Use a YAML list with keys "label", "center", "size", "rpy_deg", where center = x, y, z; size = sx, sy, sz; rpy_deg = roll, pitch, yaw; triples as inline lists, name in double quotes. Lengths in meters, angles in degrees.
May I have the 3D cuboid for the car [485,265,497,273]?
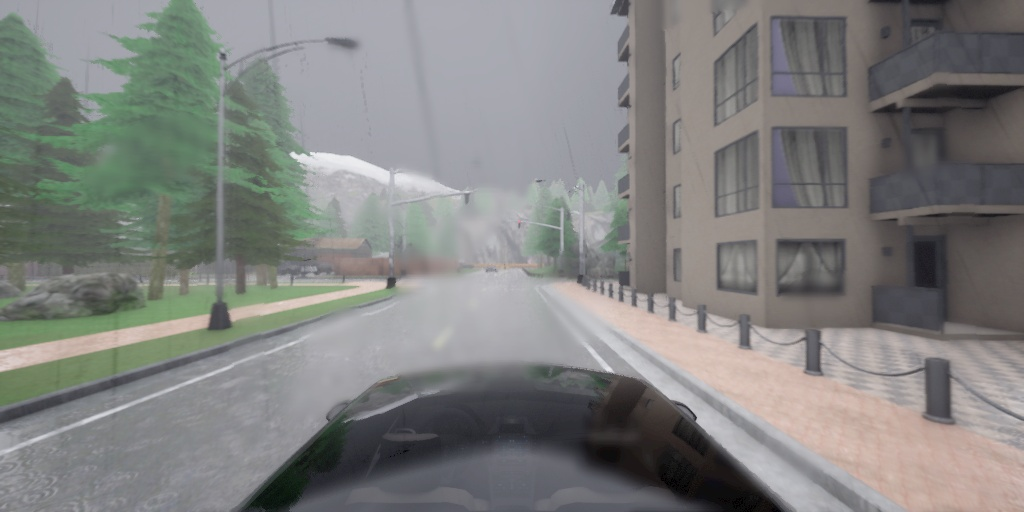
- label: "car"
  center: [-3.498, 2.181, 61.027]
  size: [1.895, 1.301, 4.718]
  rpy_deg: [0, -1, 0]
